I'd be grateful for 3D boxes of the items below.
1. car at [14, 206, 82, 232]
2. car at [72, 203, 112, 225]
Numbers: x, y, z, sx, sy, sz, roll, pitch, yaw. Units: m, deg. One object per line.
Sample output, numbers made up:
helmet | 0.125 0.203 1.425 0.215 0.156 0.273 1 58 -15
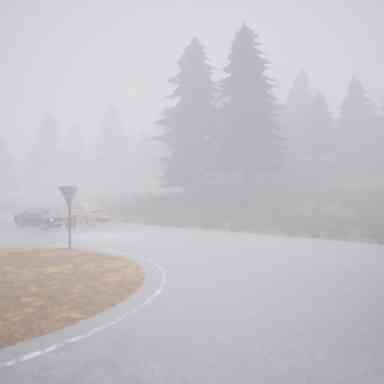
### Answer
car | -9.233 1.670 20.880 4.718 1.301 1.895 0 0 38
car | -8.041 1.537 24.672 5.008 1.535 1.882 0 0 38
